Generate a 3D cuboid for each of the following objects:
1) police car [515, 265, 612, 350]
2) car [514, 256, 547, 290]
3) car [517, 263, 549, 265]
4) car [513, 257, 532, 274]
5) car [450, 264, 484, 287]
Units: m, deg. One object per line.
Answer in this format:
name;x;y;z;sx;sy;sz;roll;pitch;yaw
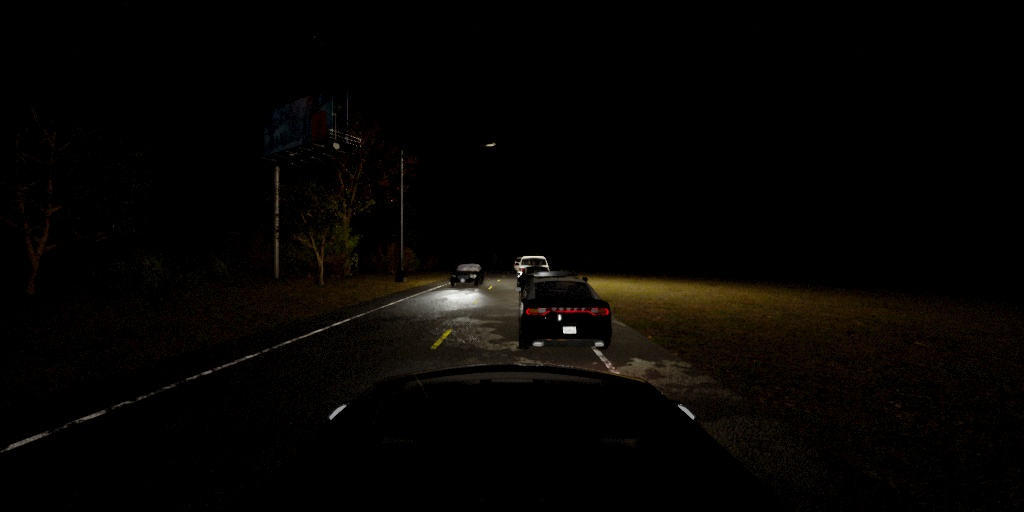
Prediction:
police car;1.105;1.184;9.266;1.930;1.638;5.238;0;0;1
car;1.463;1.042;25.131;2.150;2.045;5.566;0;0;2
car;1.289;1.295;19.122;1.837;1.490;4.892;0;0;1
car;1.427;1.199;46.476;2.150;2.045;5.566;0;0;4
car;-3.052;1.311;25.228;2.128;1.511;4.902;0;0;2
